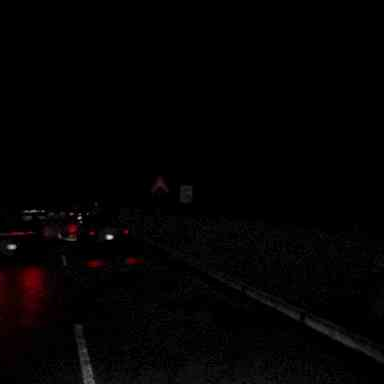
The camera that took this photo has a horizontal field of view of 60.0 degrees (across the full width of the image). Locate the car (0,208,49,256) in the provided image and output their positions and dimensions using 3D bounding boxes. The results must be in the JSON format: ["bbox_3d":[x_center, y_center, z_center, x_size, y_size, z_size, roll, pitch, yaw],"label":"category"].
[{"bbox_3d":[-6.872,1.614,13.241,2.128,1.511,4.902,1,0,-22],"label":"car"}]

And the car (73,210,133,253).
[{"bbox_3d":[-3.935,1.713,14.650,1.994,1.385,4.181,1,0,-23],"label":"car"}]

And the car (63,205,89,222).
[{"bbox_3d":[-9.652,1.764,28.163,1.895,1.301,4.718,1,0,-22],"label":"car"}]

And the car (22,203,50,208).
[{"bbox_3d":[-12.719,1.629,27.081,2.128,1.511,4.902,1,0,-22],"label":"car"}]
